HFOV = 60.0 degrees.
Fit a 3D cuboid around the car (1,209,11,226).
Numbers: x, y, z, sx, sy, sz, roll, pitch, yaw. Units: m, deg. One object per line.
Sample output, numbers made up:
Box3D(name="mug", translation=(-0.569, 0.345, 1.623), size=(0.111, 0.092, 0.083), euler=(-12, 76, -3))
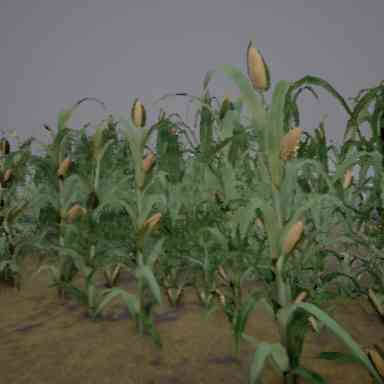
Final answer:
Box3D(name="car", translation=(-12.691, 1.685, 24.110), size=(2.033, 1.411, 5.357), euler=(1, 1, 35))
